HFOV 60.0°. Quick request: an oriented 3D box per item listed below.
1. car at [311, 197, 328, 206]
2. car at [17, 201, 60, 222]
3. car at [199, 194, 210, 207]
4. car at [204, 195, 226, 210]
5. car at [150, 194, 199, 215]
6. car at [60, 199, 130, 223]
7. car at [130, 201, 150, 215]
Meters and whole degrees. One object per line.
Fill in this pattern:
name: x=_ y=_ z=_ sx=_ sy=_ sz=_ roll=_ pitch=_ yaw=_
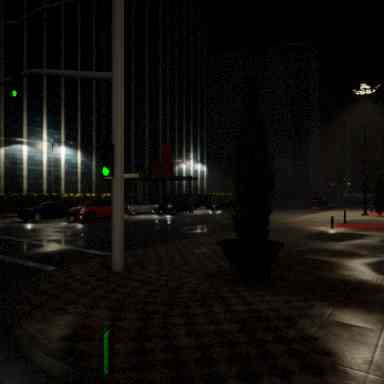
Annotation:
car: x=20.488 y=1.505 z=53.430 sx=1.837 sy=1.490 sz=4.892 roll=0 pitch=0 yaw=35
car: x=-11.255 y=1.478 z=26.586 sx=1.882 sy=1.535 sz=5.008 roll=0 pitch=0 yaw=35
car: x=0.539 y=1.221 z=43.485 sx=2.150 sy=2.045 sz=5.566 roll=0 pitch=0 yaw=35
car: x=4.109 y=1.492 z=42.483 sx=2.128 sy=1.511 sz=4.902 roll=0 pitch=0 yaw=35
car: x=-1.731 y=1.352 z=34.126 sx=2.097 sy=1.767 sz=4.553 roll=0 pitch=0 yaw=35
car: x=-7.420 y=1.352 z=25.965 sx=2.097 sy=1.767 sz=4.553 roll=0 pitch=0 yaw=35
car: x=-5.593 y=1.601 z=34.712 sx=1.895 sy=1.301 sz=4.718 roll=0 pitch=0 yaw=35
